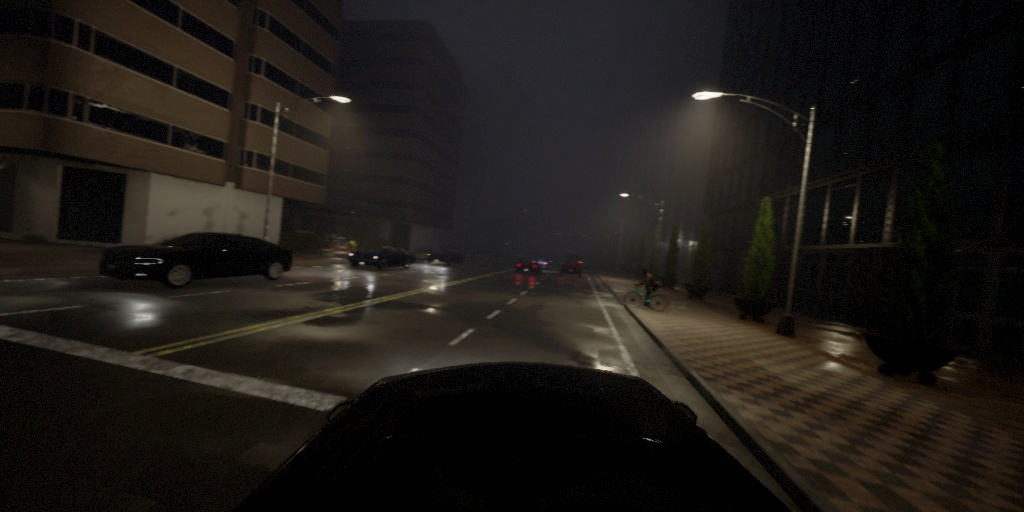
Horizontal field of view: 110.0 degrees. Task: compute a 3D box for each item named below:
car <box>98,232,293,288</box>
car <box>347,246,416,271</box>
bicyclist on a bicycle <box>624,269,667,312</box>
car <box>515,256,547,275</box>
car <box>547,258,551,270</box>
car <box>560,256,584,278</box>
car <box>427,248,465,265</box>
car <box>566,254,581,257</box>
[{"bbox_3d":[-9.313,-0.019,11.205,1.882,1.535,5.008,7,1,10],"label":"car"},{"bbox_3d":[-7.521,0.065,21.121,1.895,1.301,4.718,7,1,10],"label":"car"},{"bbox_3d":[5.347,1.351,14.233,1.656,1.620,0.582,6,1,10],"label":"bicyclist on a bicycle"},{"bbox_3d":[1.582,0.828,31.181,1.895,1.301,4.718,7,1,10],"label":"car"},{"bbox_3d":[3.332,0.737,40.761,2.033,1.411,5.357,7,1,10],"label":"car"},{"bbox_3d":[5.563,1.088,33.553,1.882,1.535,5.008,7,1,10],"label":"car"},{"bbox_3d":[-5.686,0.026,31.155,1.895,1.301,4.718,7,1,10],"label":"car"},{"bbox_3d":[7.383,0.794,43.394,2.150,2.045,5.566,7,1,10],"label":"car"}]
